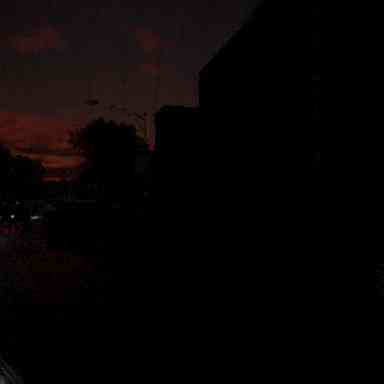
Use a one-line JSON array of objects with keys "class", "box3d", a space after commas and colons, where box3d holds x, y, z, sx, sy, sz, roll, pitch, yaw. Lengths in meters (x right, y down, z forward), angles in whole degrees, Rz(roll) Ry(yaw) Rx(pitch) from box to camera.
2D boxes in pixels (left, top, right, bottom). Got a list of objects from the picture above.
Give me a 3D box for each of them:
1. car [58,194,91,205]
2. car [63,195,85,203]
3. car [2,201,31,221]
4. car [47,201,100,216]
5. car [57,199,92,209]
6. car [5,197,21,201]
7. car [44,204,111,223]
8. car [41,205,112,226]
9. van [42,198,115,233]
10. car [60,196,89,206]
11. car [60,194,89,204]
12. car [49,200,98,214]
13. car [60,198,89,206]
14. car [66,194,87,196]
[{"class": "car", "box3d": [-23.557, 1.583, 66.712, 5.566, 2.045, 2.435, 2, 0, -40]}, {"class": "car", "box3d": [-28.602, 1.722, 80.871, 4.553, 1.767, 2.185, 2, -1, -40]}, {"class": "car", "box3d": [-16.247, 1.853, 30.867, 1.837, 1.490, 4.892, 0, 0, -20]}, {"class": "car", "box3d": [-13.601, 1.858, 38.354, 5.366, 1.575, 1.946, 2, 0, -40]}, {"class": "car", "box3d": [-18.526, 1.883, 52.594, 4.674, 1.452, 2.002, 1, 0, -40]}, {"class": "car", "box3d": [-28.490, 1.631, 53.067, 2.097, 1.767, 4.553, 0, 0, -19]}, {"class": "car", "box3d": [-10.248, 1.871, 30.117, 5.366, 1.575, 1.946, 2, -1, -40]}, {"class": "car", "box3d": [-9.346, 1.843, 27.181, 5.008, 1.535, 2.097, 2, -1, -40]}, {"class": "van", "box3d": [-7.190, 1.551, 21.638, 4.442, 1.987, 1.878, 2, -2, -40]}, {"class": "car", "box3d": [-21.519, 1.711, 61.096, 4.553, 1.767, 2.185, 2, 0, -40]}, {"class": "car", "box3d": [-26.582, 1.588, 75.206, 5.566, 2.045, 2.435, 2, 0, -40]}, {"class": "car", "box3d": [-14.619, 1.854, 41.177, 5.366, 1.575, 1.946, 1, 0, -40]}, {"class": "car", "box3d": [-22.557, 1.875, 63.907, 4.674, 1.452, 2.002, 2, -1, -40]}, {"class": "car", "box3d": [-20.514, 1.712, 58.268, 4.553, 1.767, 2.185, 2, 0, -40]}]
